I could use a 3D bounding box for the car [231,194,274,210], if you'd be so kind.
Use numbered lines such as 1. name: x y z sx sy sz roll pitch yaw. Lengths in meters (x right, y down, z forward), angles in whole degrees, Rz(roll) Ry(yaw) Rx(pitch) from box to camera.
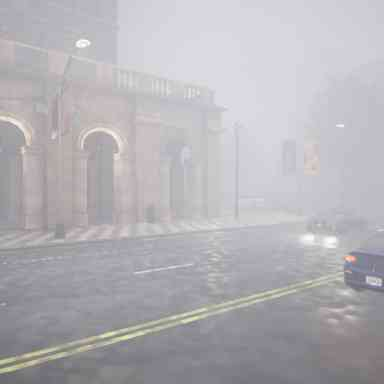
1. car: 7.442 1.222 43.089 2.150 2.045 5.566 0 0 -36

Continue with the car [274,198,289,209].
1. car: 10.673 1.505 44.595 1.837 1.490 4.892 0 0 -36

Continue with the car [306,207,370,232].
1. car: 8.270 1.564 18.783 4.181 1.385 1.994 0 0 -39

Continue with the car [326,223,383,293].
1. car: 5.326 1.526 7.663 4.674 1.442 1.812 0 0 -36

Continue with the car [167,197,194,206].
1. car: -2.032 1.548 56.267 2.033 1.411 5.357 0 0 -36
